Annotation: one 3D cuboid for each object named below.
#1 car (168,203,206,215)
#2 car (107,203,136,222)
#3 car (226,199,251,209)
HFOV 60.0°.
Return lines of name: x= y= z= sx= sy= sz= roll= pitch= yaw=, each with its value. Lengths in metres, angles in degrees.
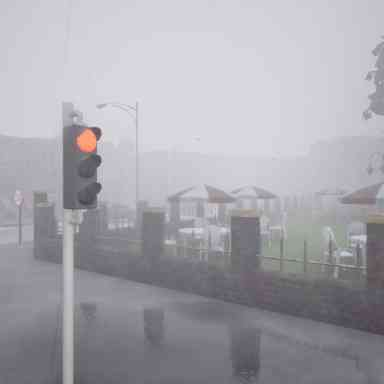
car: x=-0.447 y=1.504 z=34.449 sx=1.837 sy=1.490 sz=4.892 roll=0 pitch=0 yaw=35
car: x=-6.316 y=1.564 z=26.187 sx=1.994 sy=1.385 sz=4.181 roll=0 pitch=0 yaw=35
car: x=5.876 y=1.478 z=43.112 sx=1.882 sy=1.535 sz=5.008 roll=0 pitch=0 yaw=44
